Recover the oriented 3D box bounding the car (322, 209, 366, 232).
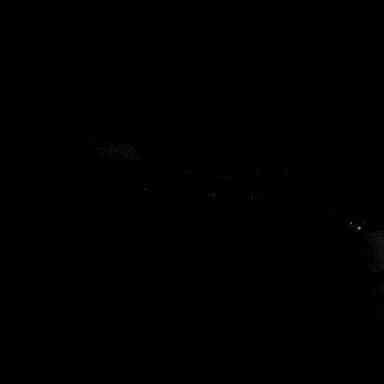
[{"bbox_3d":[8.282,1.774,21.671,2.033,1.411,5.357,3,-2,-35],"label":"car"}]

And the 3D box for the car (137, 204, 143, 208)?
[{"bbox_3d":[-6.686,2.013,42.318,1.837,1.490,4.892,3,-3,-37],"label":"car"}]
